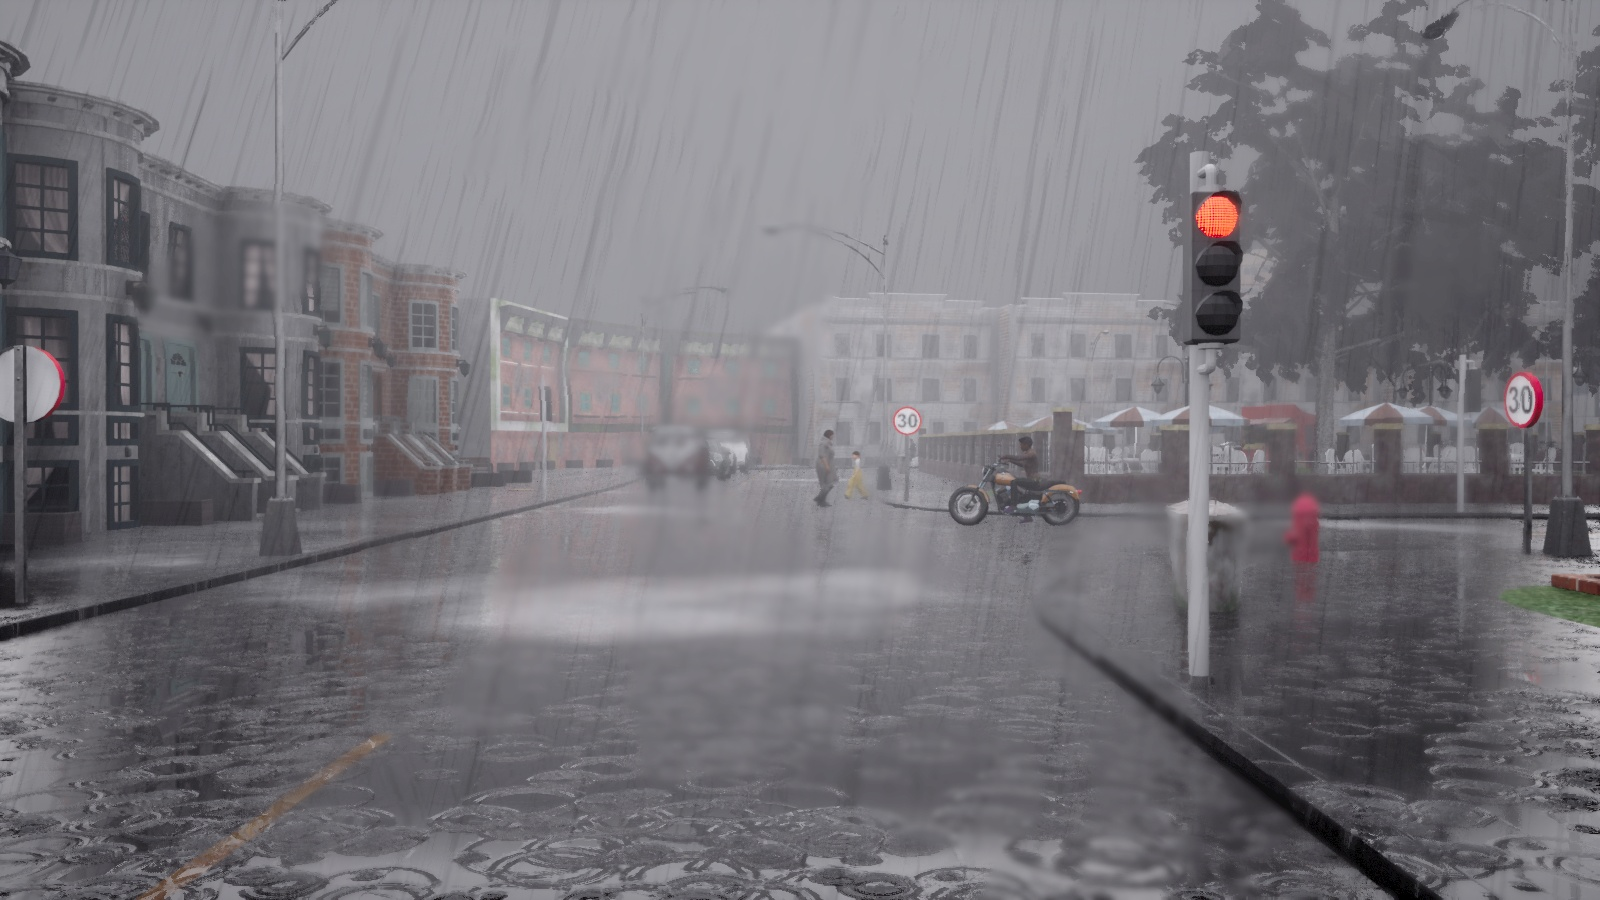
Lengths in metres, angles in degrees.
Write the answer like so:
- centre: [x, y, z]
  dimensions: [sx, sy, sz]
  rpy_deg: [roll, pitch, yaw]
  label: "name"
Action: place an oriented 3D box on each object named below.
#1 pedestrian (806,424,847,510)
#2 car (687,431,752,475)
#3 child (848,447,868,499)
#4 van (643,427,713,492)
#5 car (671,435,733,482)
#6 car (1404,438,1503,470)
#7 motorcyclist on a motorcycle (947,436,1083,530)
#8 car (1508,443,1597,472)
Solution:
- centre: [0.614, 0.382, 28.888]
  dimensions: [0.873, 1.952, 0.659]
  rpy_deg: [0, 0, 8]
  label: "pedestrian"
- centre: [-3.803, 0.123, 60.332]
  dimensions: [2.150, 2.045, 5.566]
  rpy_deg: [0, 0, 7]
  label: "car"
- centre: [1.427, 0.569, 30.948]
  dimensions: [0.437, 1.263, 0.270]
  rpy_deg: [0, 0, -8]
  label: "child"
- centre: [-3.858, 0.268, 40.407]
  dimensions: [1.775, 1.987, 4.442]
  rpy_deg: [0, 0, 0]
  label: "van"
- centre: [-3.842, 0.321, 49.766]
  dimensions: [2.097, 1.767, 4.553]
  rpy_deg: [0, 0, 0]
  label: "car"
- centre: [37.190, 0.231, 71.506]
  dimensions: [4.553, 1.767, 2.097]
  rpy_deg: [0, 0, 0]
  label: "car"
- centre: [3.841, 0.572, 22.552]
  dimensions: [2.350, 1.649, 0.766]
  rpy_deg: [0, 0, 8]
  label: "motorcyclist on a motorcycle"
- centre: [40.407, 0.376, 67.502]
  dimensions: [3.705, 1.549, 1.789]
  rpy_deg: [0, 0, 0]
  label: "car"
